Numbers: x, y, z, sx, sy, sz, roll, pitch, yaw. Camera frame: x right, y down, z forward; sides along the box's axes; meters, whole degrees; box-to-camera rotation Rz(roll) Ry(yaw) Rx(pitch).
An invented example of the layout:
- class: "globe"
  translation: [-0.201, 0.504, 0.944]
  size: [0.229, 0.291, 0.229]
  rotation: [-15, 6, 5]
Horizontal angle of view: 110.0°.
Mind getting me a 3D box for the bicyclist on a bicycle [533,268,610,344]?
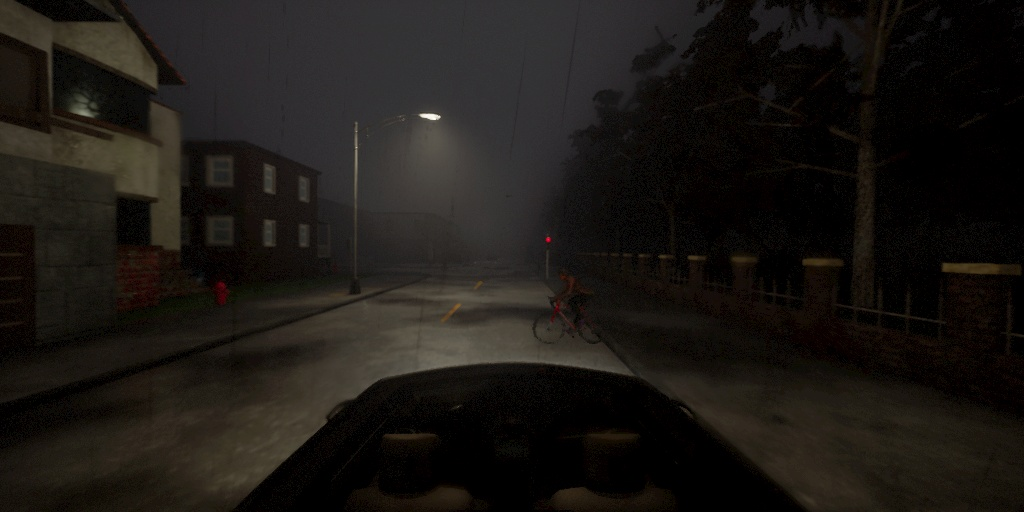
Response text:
- class: "bicyclist on a bicycle"
  translation: [1.265, 1.086, 7.654]
  size: [1.656, 1.620, 0.582]
  rotation: [-1, 2, -1]
